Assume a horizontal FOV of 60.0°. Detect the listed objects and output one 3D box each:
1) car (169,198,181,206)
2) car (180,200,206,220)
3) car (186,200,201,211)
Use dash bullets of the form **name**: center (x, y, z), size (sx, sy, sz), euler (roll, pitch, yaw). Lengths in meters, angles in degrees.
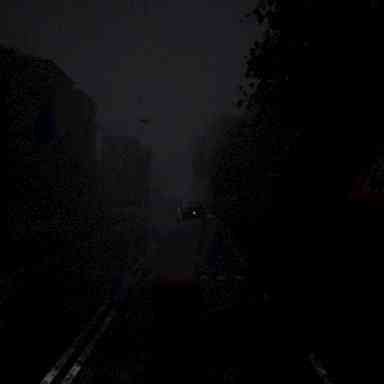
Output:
- **car**: center (-3.079, 1.726, 60.094), size (1.994, 1.385, 4.181), euler (0, 0, 1)
- **car**: center (0.230, 1.690, 29.343), size (1.994, 1.385, 4.181), euler (0, 0, 1)
- **car**: center (0.259, 1.757, 44.183), size (1.895, 1.301, 4.718), euler (0, 0, 0)
